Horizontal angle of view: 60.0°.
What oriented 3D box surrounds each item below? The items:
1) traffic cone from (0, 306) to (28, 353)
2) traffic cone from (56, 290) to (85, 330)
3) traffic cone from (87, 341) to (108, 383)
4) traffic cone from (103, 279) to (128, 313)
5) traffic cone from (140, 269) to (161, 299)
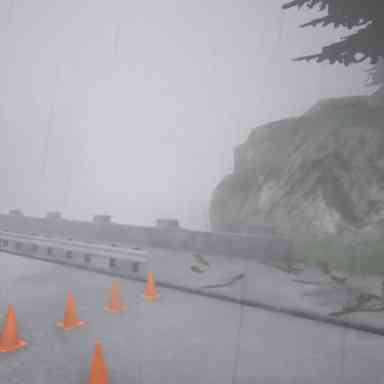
[{"bbox_3d":[-2.679,1.984,4.919,0.340,0.580,0.340,0,-1,36],"label":"traffic cone"},{"bbox_3d":[-2.092,1.993,5.728,0.340,0.580,0.340,0,-1,36],"label":"traffic cone"},{"bbox_3d":[-1.061,1.982,3.744,0.340,0.580,0.340,0,-1,36],"label":"traffic cone"},{"bbox_3d":[-1.504,2.001,6.537,0.340,0.580,0.340,0,-1,36],"label":"traffic cone"},{"bbox_3d":[-0.917,2.009,7.346,0.340,0.580,0.340,0,-1,36],"label":"traffic cone"}]
